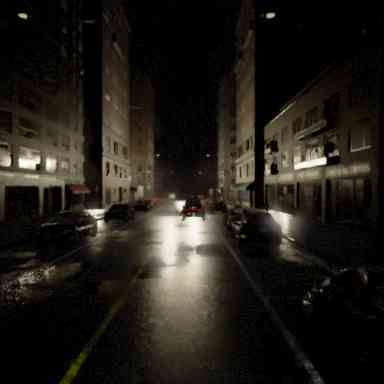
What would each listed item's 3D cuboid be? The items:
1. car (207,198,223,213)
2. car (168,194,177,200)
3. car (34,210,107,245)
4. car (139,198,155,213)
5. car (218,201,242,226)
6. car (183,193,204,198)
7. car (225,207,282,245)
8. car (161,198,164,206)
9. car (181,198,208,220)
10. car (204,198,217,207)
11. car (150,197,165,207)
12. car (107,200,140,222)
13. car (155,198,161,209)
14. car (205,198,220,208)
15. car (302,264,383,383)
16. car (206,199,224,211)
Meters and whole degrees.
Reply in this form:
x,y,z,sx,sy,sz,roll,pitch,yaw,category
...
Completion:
x,y,z,sx,sy,sz,roll,pitch,yaw,category
2.902,1.571,37.479,1.887,1.381,4.507,-1,0,0,car
-5.711,1.573,91.570,1.752,1.417,4.829,-1,0,-1,car
-5.655,1.562,15.360,2.008,1.369,4.403,-1,0,0,car
-5.623,1.570,37.483,1.887,1.381,4.507,-1,0,0,car
2.878,1.541,21.061,1.752,1.417,4.829,-1,0,0,car
0.162,1.382,44.647,2.097,1.767,4.553,0,0,0,car
2.871,1.578,15.362,1.947,1.339,4.313,-1,0,0,car
-5.608,1.576,48.544,1.887,1.381,4.507,-1,0,0,car
0.140,1.525,28.015,1.837,1.490,4.892,0,0,0,car
2.926,1.616,54.067,1.802,1.307,4.206,-1,0,0,car
-5.600,1.600,54.075,1.947,1.339,4.313,-1,0,0,car
-5.639,1.585,26.422,1.947,1.339,4.313,-1,0,0,car
-5.615,1.579,43.014,2.008,1.369,4.403,-1,0,0,car
2.918,1.598,48.538,1.947,1.339,4.313,-1,0,0,car
2.855,1.569,4.303,1.947,1.339,4.313,-1,0,0,car
2.910,1.580,43.009,2.008,1.369,4.403,-1,0,0,car
